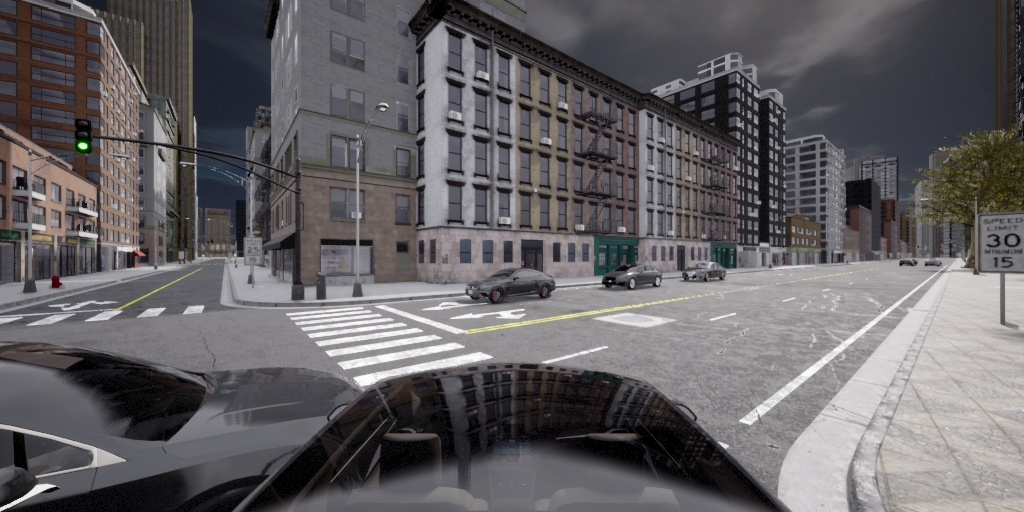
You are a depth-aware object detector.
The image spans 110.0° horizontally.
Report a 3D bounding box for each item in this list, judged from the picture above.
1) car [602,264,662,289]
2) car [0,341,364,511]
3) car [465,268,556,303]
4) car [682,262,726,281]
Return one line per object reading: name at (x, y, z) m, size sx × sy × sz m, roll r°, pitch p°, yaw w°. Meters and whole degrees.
car at (7.764, 1.259, 22.986) m, size 4.892 × 1.490 × 1.837 m, roll 0°, pitch 0°, yaw -39°
car at (-3.214, 1.257, 1.843) m, size 4.892 × 1.490 × 1.837 m, roll 0°, pitch 0°, yaw -34°
car at (0.042, 1.287, 16.799) m, size 4.674 × 1.442 × 1.812 m, roll 0°, pitch 0°, yaw -39°
car at (15.805, 1.237, 29.417) m, size 4.902 × 1.511 × 2.128 m, roll 0°, pitch 0°, yaw -39°
